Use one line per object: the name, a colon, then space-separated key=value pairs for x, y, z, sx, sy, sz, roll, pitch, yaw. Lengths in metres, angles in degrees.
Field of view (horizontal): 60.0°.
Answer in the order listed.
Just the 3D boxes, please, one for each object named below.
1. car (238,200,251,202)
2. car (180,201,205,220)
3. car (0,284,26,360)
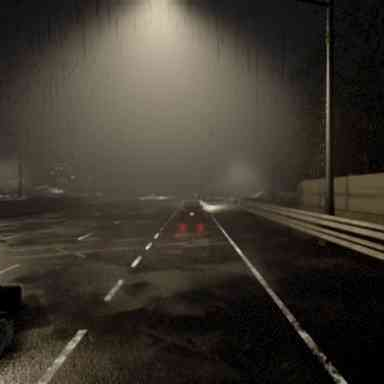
car: x=11.246 y=1.920 z=71.360 sx=1.994 sy=1.385 sz=4.181 roll=0 pitch=0 yaw=26
car: x=0.021 y=1.423 z=26.627 sx=1.812 sy=1.442 sz=4.674 roll=0 pitch=0 yaw=1
car: x=-3.402 y=1.589 z=2.837 sx=1.895 sy=1.301 sz=4.718 roll=0 pitch=0 yaw=0
